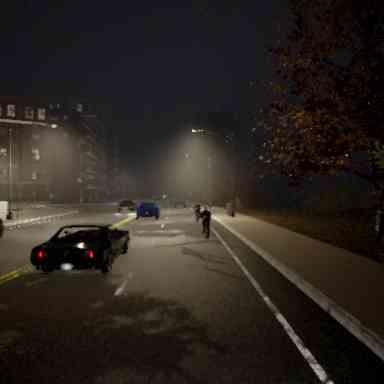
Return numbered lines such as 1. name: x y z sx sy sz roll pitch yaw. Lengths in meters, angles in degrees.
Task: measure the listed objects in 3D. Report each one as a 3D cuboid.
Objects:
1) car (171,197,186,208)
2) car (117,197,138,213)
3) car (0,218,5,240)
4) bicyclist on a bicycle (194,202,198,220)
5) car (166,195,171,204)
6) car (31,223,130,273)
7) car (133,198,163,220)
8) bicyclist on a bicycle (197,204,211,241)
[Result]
1. car: -2.072 1.715 53.779 1.837 1.490 4.892 0 0 -4
2. car: -7.697 1.691 39.691 1.812 1.442 4.674 0 0 -3
3. car: -10.034 1.596 14.531 1.812 1.442 4.674 0 0 -1
4. bicyclist on a bicycle: 0.400 1.553 24.972 0.582 1.620 1.656 0 0 -2
5. car: -3.887 1.798 72.628 2.128 1.511 4.902 0 0 -6
6. car: -3.261 1.649 10.803 1.895 1.301 4.718 0 0 -1
7. car: -3.851 1.601 29.902 1.882 1.535 5.008 0 0 -2
8. bicyclist on a bicycle: 0.677 1.518 15.890 0.582 1.620 1.656 0 -1 -1
